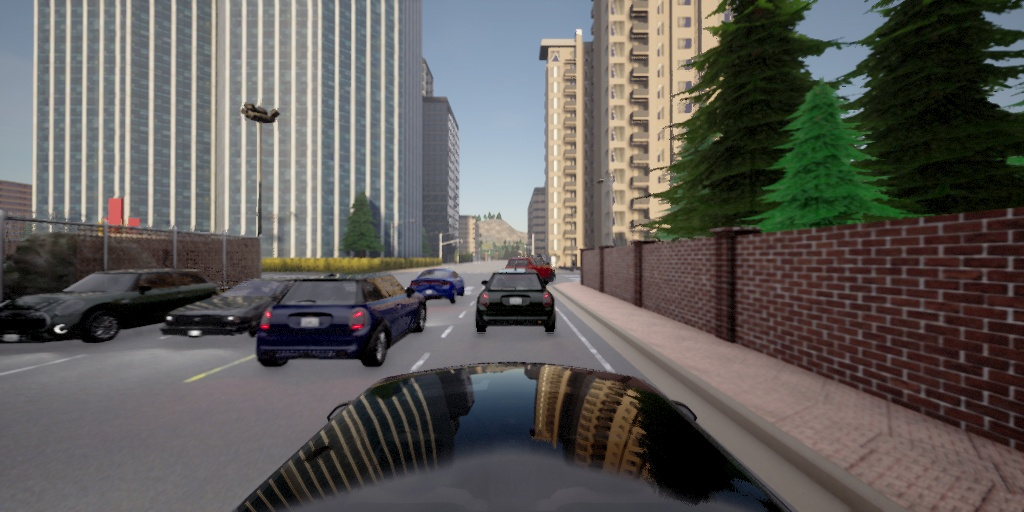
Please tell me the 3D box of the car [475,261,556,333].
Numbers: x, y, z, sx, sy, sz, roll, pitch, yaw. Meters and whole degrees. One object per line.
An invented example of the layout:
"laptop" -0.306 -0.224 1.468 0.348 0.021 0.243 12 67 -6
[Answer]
"car" 0.098 1.164 11.149 2.097 1.767 4.553 0 0 0

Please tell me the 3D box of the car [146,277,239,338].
"car" -7.078 1.356 10.670 2.033 1.411 5.357 0 0 0

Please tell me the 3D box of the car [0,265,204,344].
"car" -10.579 1.154 9.831 2.097 1.767 4.553 0 0 0

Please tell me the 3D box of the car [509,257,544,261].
"car" 1.414 1.102 26.827 2.150 2.045 5.566 -2 0 25

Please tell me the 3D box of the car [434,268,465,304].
"car" -3.416 1.328 17.180 1.882 1.535 5.008 0 0 -1

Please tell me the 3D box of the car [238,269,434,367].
"car" -3.404 1.144 8.174 2.097 1.767 4.553 0 0 0
